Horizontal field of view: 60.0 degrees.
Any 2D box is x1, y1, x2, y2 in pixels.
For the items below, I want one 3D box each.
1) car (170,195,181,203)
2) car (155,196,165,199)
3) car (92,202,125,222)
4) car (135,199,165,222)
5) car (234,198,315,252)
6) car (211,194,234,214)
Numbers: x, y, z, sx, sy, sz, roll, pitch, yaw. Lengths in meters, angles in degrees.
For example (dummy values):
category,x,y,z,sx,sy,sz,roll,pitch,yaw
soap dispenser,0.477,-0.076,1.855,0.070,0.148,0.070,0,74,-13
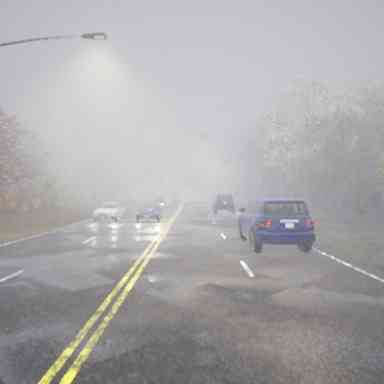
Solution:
category,x,y,z,sx,sy,sz,roll,pitch,yaw
car,-3.261,1.313,67.563,2.097,1.767,4.553,0,0,0
car,-6.510,1.553,67.490,1.895,1.301,4.718,0,0,0
car,-6.600,1.555,26.835,1.812,1.442,4.674,0,0,0
car,-3.351,1.556,26.835,1.812,1.442,4.674,0,0,0
car,3.342,1.248,14.111,2.150,2.045,5.566,0,0,0
car,3.352,1.233,36.345,2.150,2.045,5.566,0,0,0
